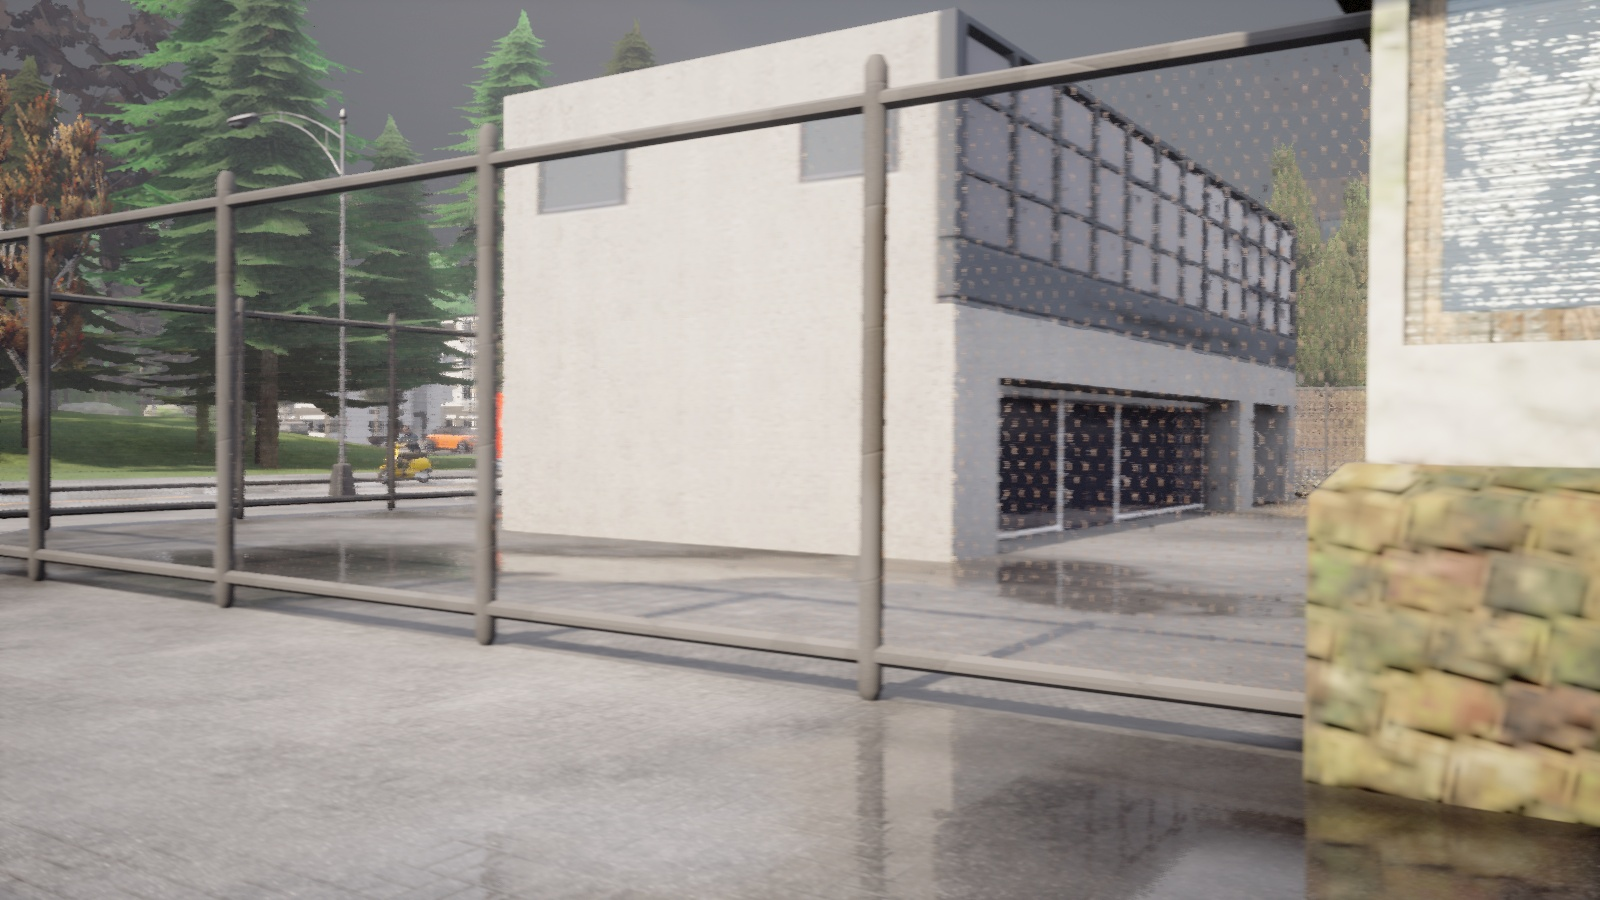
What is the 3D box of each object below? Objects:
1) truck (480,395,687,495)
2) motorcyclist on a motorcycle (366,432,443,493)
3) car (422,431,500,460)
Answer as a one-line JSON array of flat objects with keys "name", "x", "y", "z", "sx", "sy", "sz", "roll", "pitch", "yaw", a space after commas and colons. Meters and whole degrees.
[{"name": "truck", "x": -5.700, "y": -0.169, "z": 33.796, "sx": 2.627, "sy": 2.467, "sz": 5.204, "roll": 0, "pitch": 1, "yaw": 33}, {"name": "motorcyclist on a motorcycle", "x": -10.603, "y": 0.318, "z": 33.747, "sx": 0.866, "sy": 1.590, "sz": 1.817, "roll": 0, "pitch": 1, "yaw": 32}, {"name": "car", "x": -20.867, "y": -0.281, "z": 77.240, "sx": 4.553, "sy": 1.767, "sz": 2.097, "roll": 0, "pitch": 1, "yaw": 34}]
